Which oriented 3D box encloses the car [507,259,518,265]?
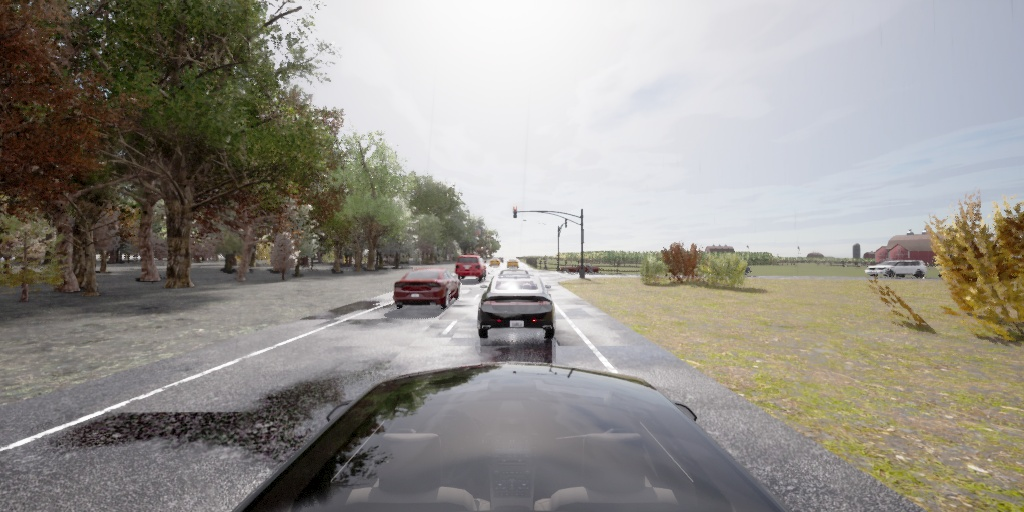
[{"bbox_3d":[0.151,1.232,62.607,1.882,1.535,5.008,0,0,0],"label":"car"}]

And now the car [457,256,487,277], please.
[{"bbox_3d":[-3.374,0.979,29.794,2.150,2.045,5.566,0,0,0],"label":"car"}]

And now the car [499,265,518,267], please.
[{"bbox_3d":[0.119,1.355,19.235,1.895,1.301,4.718,0,0,0],"label":"car"}]

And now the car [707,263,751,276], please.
[{"bbox_3d":[24.942,1.586,41.629,4.892,1.490,1.837,1,-1,0],"label":"car"}]

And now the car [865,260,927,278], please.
[{"bbox_3d":[44.428,1.514,41.503,5.566,2.045,2.150,1,-1,1],"label":"car"}]

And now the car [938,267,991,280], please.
[{"bbox_3d":[48.625,1.825,37.888,5.357,1.411,2.033,1,-1,1],"label":"car"}]

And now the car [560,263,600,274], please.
[{"bbox_3d":[8.136,1.516,42.924,4.718,1.301,1.895,0,-1,17],"label":"car"}]

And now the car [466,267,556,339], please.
[{"bbox_3d":[0.110,1.244,10.113,2.128,1.511,4.902,0,0,0],"label":"car"}]

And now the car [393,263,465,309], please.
[{"bbox_3d":[-3.384,1.231,15.025,1.882,1.535,5.008,0,0,0],"label":"car"}]
